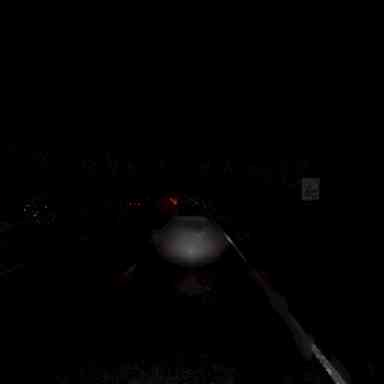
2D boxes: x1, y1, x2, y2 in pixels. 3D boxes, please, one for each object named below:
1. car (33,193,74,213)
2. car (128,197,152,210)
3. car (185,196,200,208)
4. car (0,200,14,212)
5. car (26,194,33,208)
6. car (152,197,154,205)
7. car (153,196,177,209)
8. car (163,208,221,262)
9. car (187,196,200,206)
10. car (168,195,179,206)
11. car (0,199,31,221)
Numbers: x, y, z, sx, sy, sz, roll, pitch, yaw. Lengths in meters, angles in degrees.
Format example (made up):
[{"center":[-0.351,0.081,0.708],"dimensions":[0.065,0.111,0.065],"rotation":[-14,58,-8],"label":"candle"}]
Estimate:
[{"center":[-14.991,1.191,36.929],"dimensions":[2.150,2.045,5.566],"rotation":[0,0,0],"label":"car"},{"center":[-6.951,1.512,42.978],"dimensions":[2.033,1.411,5.357],"rotation":[0,0,1],"label":"car"},{"center":[0.049,1.490,42.973],"dimensions":[1.812,1.442,4.674],"rotation":[0,0,1],"label":"car"},{"center":[-21.990,1.571,36.868],"dimensions":[1.895,1.301,4.718],"rotation":[0,0,0],"label":"car"},{"center":[-18.476,1.189,40.271],"dimensions":[2.150,2.045,5.566],"rotation":[0,0,0],"label":"car"},{"center":[-6.730,1.481,53.339],"dimensions":[1.812,1.442,4.674],"rotation":[0,0,2],"label":"car"},{"center":[-3.447,1.528,43.388],"dimensions":[1.994,1.385,4.181],"rotation":[0,0,1],"label":"car"},{"center":[0.002,1.516,11.956],"dimensions":[1.812,1.442,4.674],"rotation":[0,0,0],"label":"car"},{"center":[0.267,1.433,53.153],"dimensions":[1.882,1.535,5.008],"rotation":[0,0,2],"label":"car"},{"center":[-3.232,1.308,53.216],"dimensions":[2.097,1.767,4.553],"rotation":[0,0,2],"label":"car"},{"center":[-15.070,1.543,26.448],"dimensions":[1.994,1.385,4.181],"rotation":[0,0,0],"label":"car"}]
